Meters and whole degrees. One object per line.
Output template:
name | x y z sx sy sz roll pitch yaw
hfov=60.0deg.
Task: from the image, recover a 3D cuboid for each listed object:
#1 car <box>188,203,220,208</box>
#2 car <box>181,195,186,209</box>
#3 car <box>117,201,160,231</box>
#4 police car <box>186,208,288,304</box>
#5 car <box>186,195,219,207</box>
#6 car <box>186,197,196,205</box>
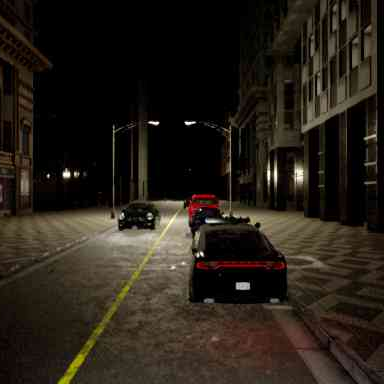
car | 0.849 1.537 18.248 1.812 1.442 4.674 0 0 0
car | -0.099 1.412 46.054 2.097 1.767 4.553 0 0 0
car | -3.159 1.365 20.526 2.097 1.767 4.553 0 0 0
police car | 0.877 1.429 8.357 1.930 1.638 5.238 0 0 0
car | 0.832 1.244 24.279 2.150 2.045 5.566 0 0 0
car | -0.175 1.702 61.822 1.895 1.301 4.718 0 0 0
